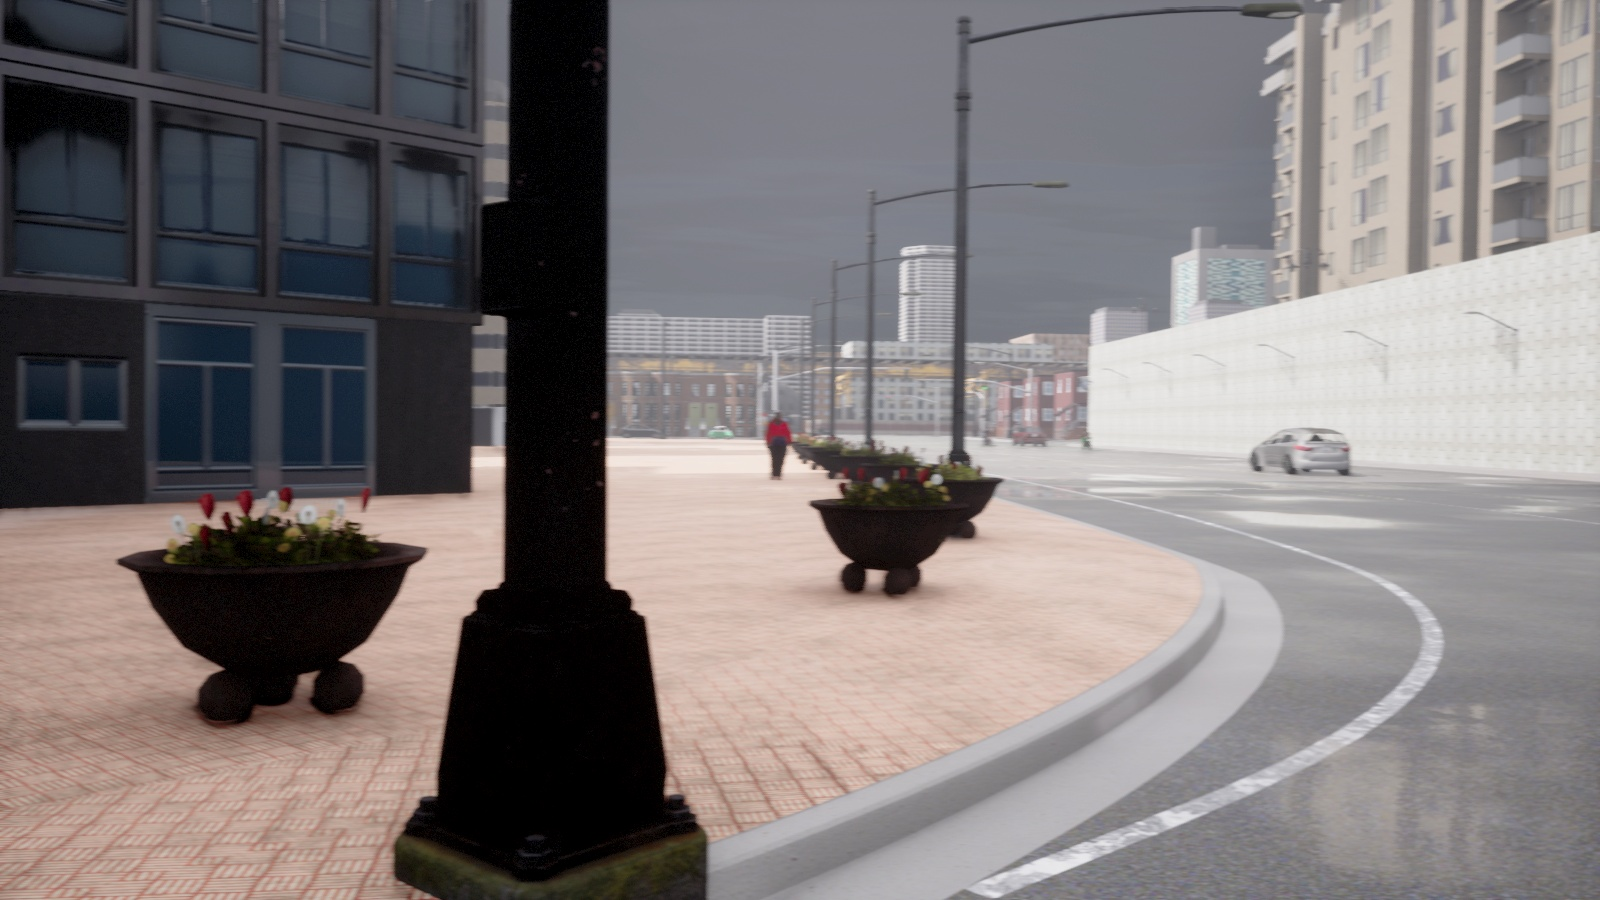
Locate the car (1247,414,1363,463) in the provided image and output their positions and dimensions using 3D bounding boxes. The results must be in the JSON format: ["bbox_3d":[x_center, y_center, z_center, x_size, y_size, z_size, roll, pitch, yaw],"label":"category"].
[{"bbox_3d":[18.340,-0.435,45.844,2.242,1.667,4.611,-1,1,-2],"label":"car"}]

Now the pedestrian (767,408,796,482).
[{"bbox_3d":[-0.463,-0.143,31.779,0.634,1.844,0.899,-1,1,-6],"label":"pedestrian"}]
